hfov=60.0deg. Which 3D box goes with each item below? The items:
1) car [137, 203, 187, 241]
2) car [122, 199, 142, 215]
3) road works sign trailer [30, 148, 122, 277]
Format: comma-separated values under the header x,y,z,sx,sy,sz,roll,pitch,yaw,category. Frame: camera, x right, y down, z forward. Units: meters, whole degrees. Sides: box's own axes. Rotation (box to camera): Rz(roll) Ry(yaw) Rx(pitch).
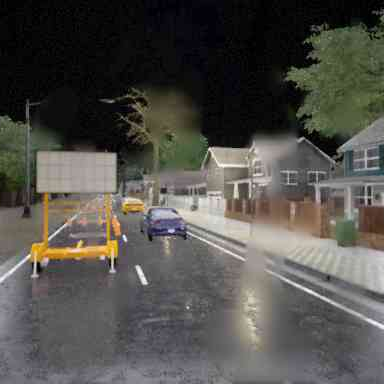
x,y,z,sx,sy,sz,roll,pitch,yaw,category
-1.499,1.517,16.717,1.812,1.442,4.674,0,0,-15,car
-6.180,1.471,34.458,1.882,1.535,5.008,0,0,-15,car
-3.545,0.459,10.379,2.380,3.560,2.880,0,0,-15,road works sign trailer
